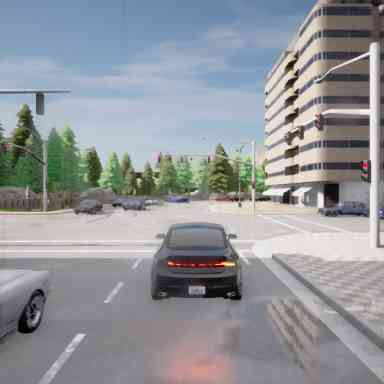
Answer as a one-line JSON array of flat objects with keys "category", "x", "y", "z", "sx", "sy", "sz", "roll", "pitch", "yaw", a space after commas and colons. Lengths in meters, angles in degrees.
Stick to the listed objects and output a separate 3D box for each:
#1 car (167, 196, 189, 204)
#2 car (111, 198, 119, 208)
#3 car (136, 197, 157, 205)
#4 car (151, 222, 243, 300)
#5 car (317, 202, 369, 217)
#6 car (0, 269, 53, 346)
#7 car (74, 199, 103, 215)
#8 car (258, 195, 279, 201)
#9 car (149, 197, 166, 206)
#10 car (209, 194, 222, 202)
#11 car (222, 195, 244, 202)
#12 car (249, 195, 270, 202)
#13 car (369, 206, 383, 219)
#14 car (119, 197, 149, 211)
[{"category": "car", "x": -2.333, "y": 1.478, "z": 65.187, "sx": 1.882, "sy": 1.535, "sz": 5.008, "roll": 0, "pitch": 0, "yaw": 27}, {"category": "car", "x": -10.159, "y": 1.548, "z": 48.690, "sx": 2.033, "sy": 1.411, "sz": 5.357, "roll": 0, "pitch": 0, "yaw": 4}, {"category": "car", "x": -8.210, "y": 1.601, "z": 59.868, "sx": 1.895, "sy": 1.301, "sz": 4.718, "roll": 0, "pitch": 0, "yaw": 18}, {"category": "car", "x": 0.114, "y": 1.505, "z": 8.354, "sx": 1.837, "sy": 1.490, "sz": 4.892, "roll": 0, "pitch": 0, "yaw": 1}, {"category": "car", "x": 14.595, "y": 1.603, "z": 31.027, "sx": 5.357, "sy": 1.411, "sz": 2.033, "roll": 0, "pitch": 0, "yaw": 0}, {"category": "car", "x": -3.427, "y": 1.601, "z": 3.832, "sx": 1.895, "sy": 1.301, "sz": 4.718, "roll": 0, "pitch": 0, "yaw": 0}, {"category": "car", "x": -10.516, "y": 1.532, "z": 34.110, "sx": 1.837, "sy": 1.490, "sz": 4.892, "roll": 0, "pitch": 0, "yaw": 1}, {"category": "car", "x": 18.493, "y": 1.500, "z": 80.591, "sx": 4.892, "sy": 1.490, "sz": 1.837, "roll": 0, "pitch": 0, "yaw": -22}, {"category": "car", "x": -6.066, "y": 1.601, "z": 53.810, "sx": 1.895, "sy": 1.301, "sz": 4.718, "roll": 0, "pitch": 0, "yaw": 10}, {"category": "car", "x": 5.927, "y": 1.347, "z": 76.386, "sx": 4.553, "sy": 1.767, "sz": 2.097, "roll": 0, "pitch": 0, "yaw": -44}, {"category": "car", "x": 9.696, "y": 1.478, "z": 75.074, "sx": 5.008, "sy": 1.535, "sz": 1.882, "roll": 0, "pitch": 0, "yaw": -41}, {"category": "car", "x": 15.170, "y": 1.595, "z": 74.804, "sx": 4.718, "sy": 1.301, "sz": 1.895, "roll": 0, "pitch": 0, "yaw": -33}, {"category": "car", "x": 17.692, "y": 1.581, "z": 27.518, "sx": 4.674, "sy": 1.442, "sz": 1.812, "roll": 0, "pitch": 0, "yaw": 0}, {"category": "car", "x": -6.926, "y": 1.352, "z": 40.194, "sx": 2.097, "sy": 1.767, "sz": 4.553, "roll": 0, "pitch": 0, "yaw": 1}]
